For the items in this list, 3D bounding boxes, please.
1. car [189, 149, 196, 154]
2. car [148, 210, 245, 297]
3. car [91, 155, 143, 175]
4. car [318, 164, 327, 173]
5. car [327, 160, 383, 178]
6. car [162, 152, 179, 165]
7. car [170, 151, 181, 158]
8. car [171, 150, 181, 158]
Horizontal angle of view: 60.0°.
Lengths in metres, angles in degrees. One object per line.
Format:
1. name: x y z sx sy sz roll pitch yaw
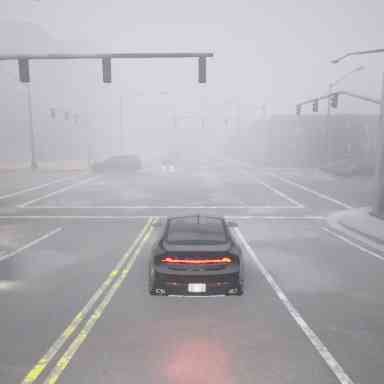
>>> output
1. car: 0.097 -10.981 90.297 1.994 1.385 4.181 0 9 0
2. car: 0.080 1.201 8.008 1.837 1.490 4.892 0 4 0
3. car: -8.169 -3.012 36.338 5.566 2.045 2.150 0 9 0
4. car: 16.314 -2.733 36.275 4.902 1.511 2.128 0 9 0
5. car: 16.678 -2.146 32.825 5.357 1.411 2.033 0 9 2
6. car: -3.542 -4.888 50.673 2.033 1.411 5.357 0 9 0
7. car: -3.502 -6.645 60.803 2.097 1.767 4.553 0 9 0
8. car: -3.423 -8.083 70.980 1.882 1.535 5.008 0 9 0
